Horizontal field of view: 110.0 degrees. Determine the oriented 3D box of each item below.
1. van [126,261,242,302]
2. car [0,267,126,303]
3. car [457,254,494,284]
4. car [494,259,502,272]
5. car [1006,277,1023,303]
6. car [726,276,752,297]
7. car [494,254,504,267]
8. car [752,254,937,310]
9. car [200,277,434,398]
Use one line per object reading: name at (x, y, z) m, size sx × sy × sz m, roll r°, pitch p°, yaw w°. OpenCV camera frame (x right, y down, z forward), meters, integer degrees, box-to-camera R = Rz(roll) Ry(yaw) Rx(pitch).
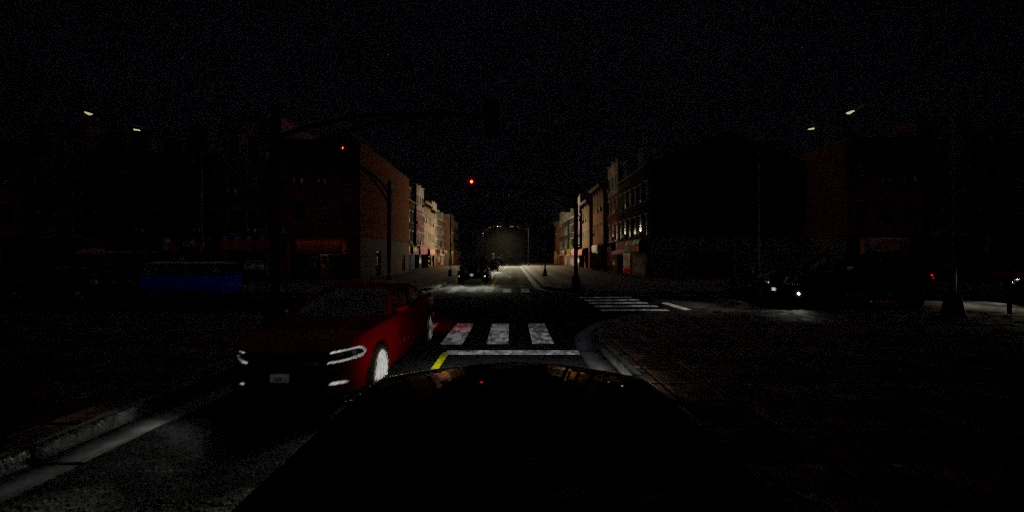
van at (-14.716, 1.124, 16.454) m, size 3.998 × 1.789 × 1.690 m, roll 0°, pitch 0°, yaw 0°
car at (-20.191, 1.239, 16.438) m, size 4.097 × 1.591 × 1.967 m, roll 0°, pitch 0°, yaw 0°
car at (-2.811, 0.987, 27.762) m, size 2.150 × 2.045 × 5.566 m, roll 0°, pitch 0°, yaw 0°
car at (-2.753, 1.380, 47.338) m, size 1.895 × 1.301 × 4.718 m, roll 0°, pitch 0°, yaw 0°
car at (22.656, 1.048, 14.022) m, size 4.553 × 1.767 × 2.097 m, roll 0°, pitch 0°, yaw 0°
car at (12.286, 1.267, 16.532) m, size 4.403 × 1.370 × 2.007 m, roll 0°, pitch 0°, yaw 0°
car at (-2.633, 0.690, 62.949) m, size 2.150 × 2.045 × 5.566 m, roll 0°, pitch 0°, yaw 0°
car at (12.972, 0.935, 13.998) m, size 5.566 × 2.045 × 2.150 m, roll 0°, pitch 0°, yaw 0°
car at (-2.841, 1.228, 6.889) m, size 1.882 × 1.535 × 5.008 m, roll 0°, pitch 0°, yaw 0°
